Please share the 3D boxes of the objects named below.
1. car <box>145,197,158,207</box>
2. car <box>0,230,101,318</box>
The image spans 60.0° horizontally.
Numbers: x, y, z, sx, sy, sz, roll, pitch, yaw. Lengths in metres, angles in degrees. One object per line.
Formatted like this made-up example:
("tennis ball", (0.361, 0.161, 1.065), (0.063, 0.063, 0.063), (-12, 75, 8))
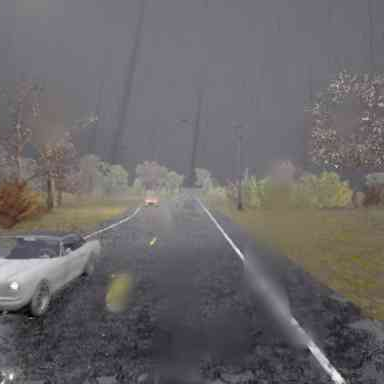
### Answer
("car", (-6.158, 1.440, 50.701), (1.882, 1.535, 5.008), (0, 0, -6))
("car", (-3.605, 1.603, 7.534), (1.895, 1.301, 4.718), (0, 0, 0))
